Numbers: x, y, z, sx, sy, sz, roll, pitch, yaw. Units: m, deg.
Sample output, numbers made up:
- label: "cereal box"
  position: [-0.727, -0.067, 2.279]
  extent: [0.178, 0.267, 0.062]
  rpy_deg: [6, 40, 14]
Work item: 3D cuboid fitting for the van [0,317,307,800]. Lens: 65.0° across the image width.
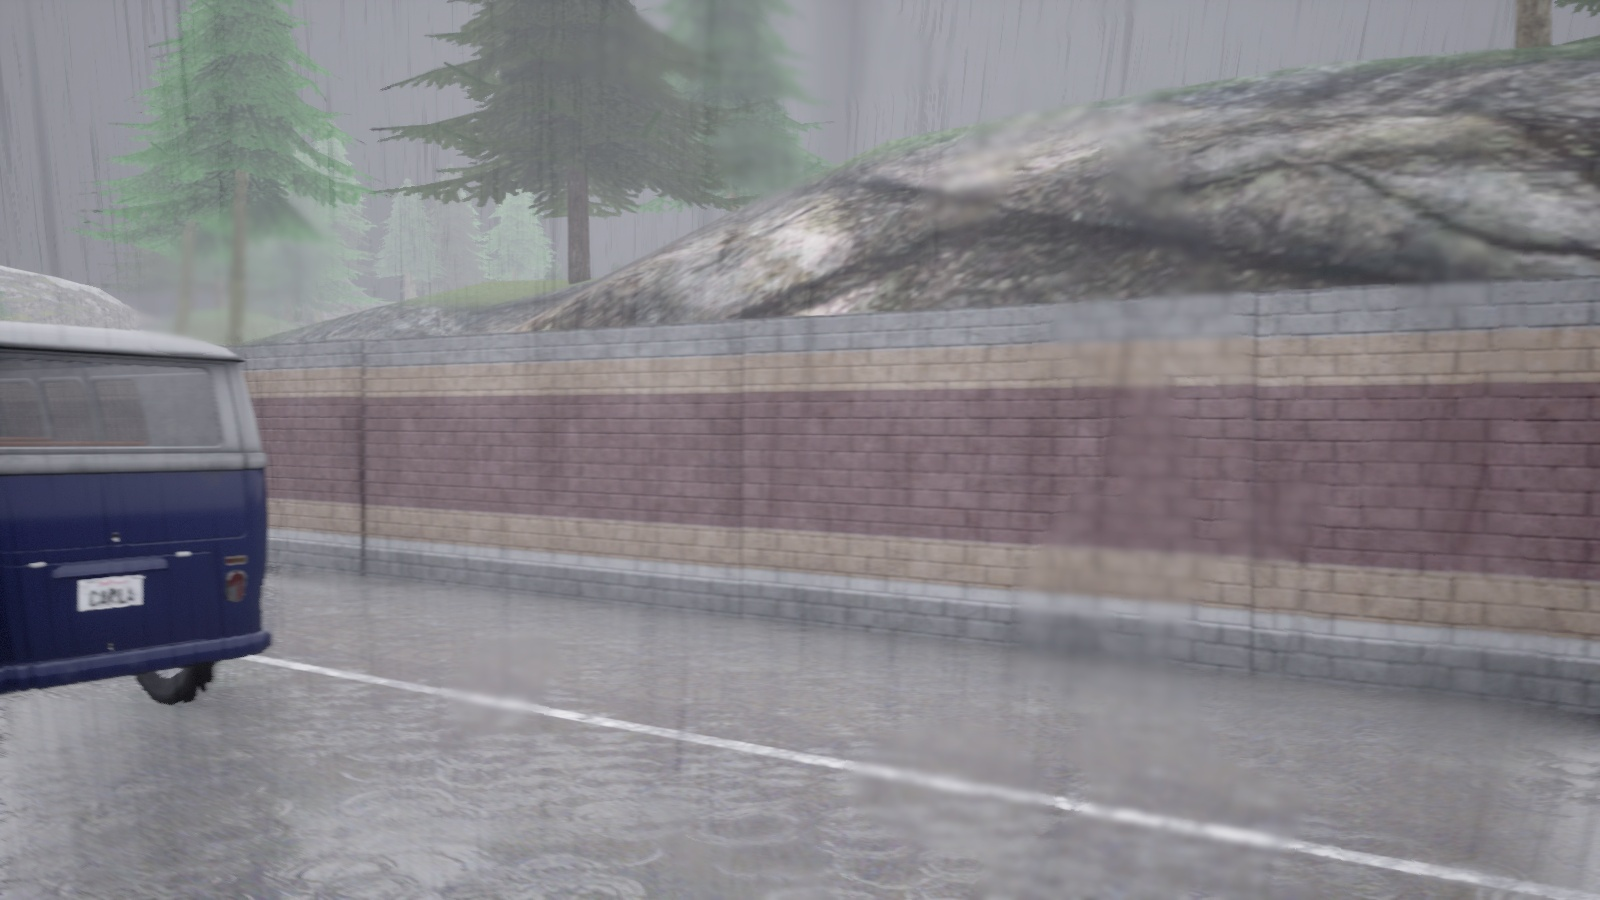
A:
- label: "van"
  position: [-4.846, 0.435, 6.834]
  extent: [4.442, 1.987, 1.775]
  rpy_deg: [0, 1, 34]
